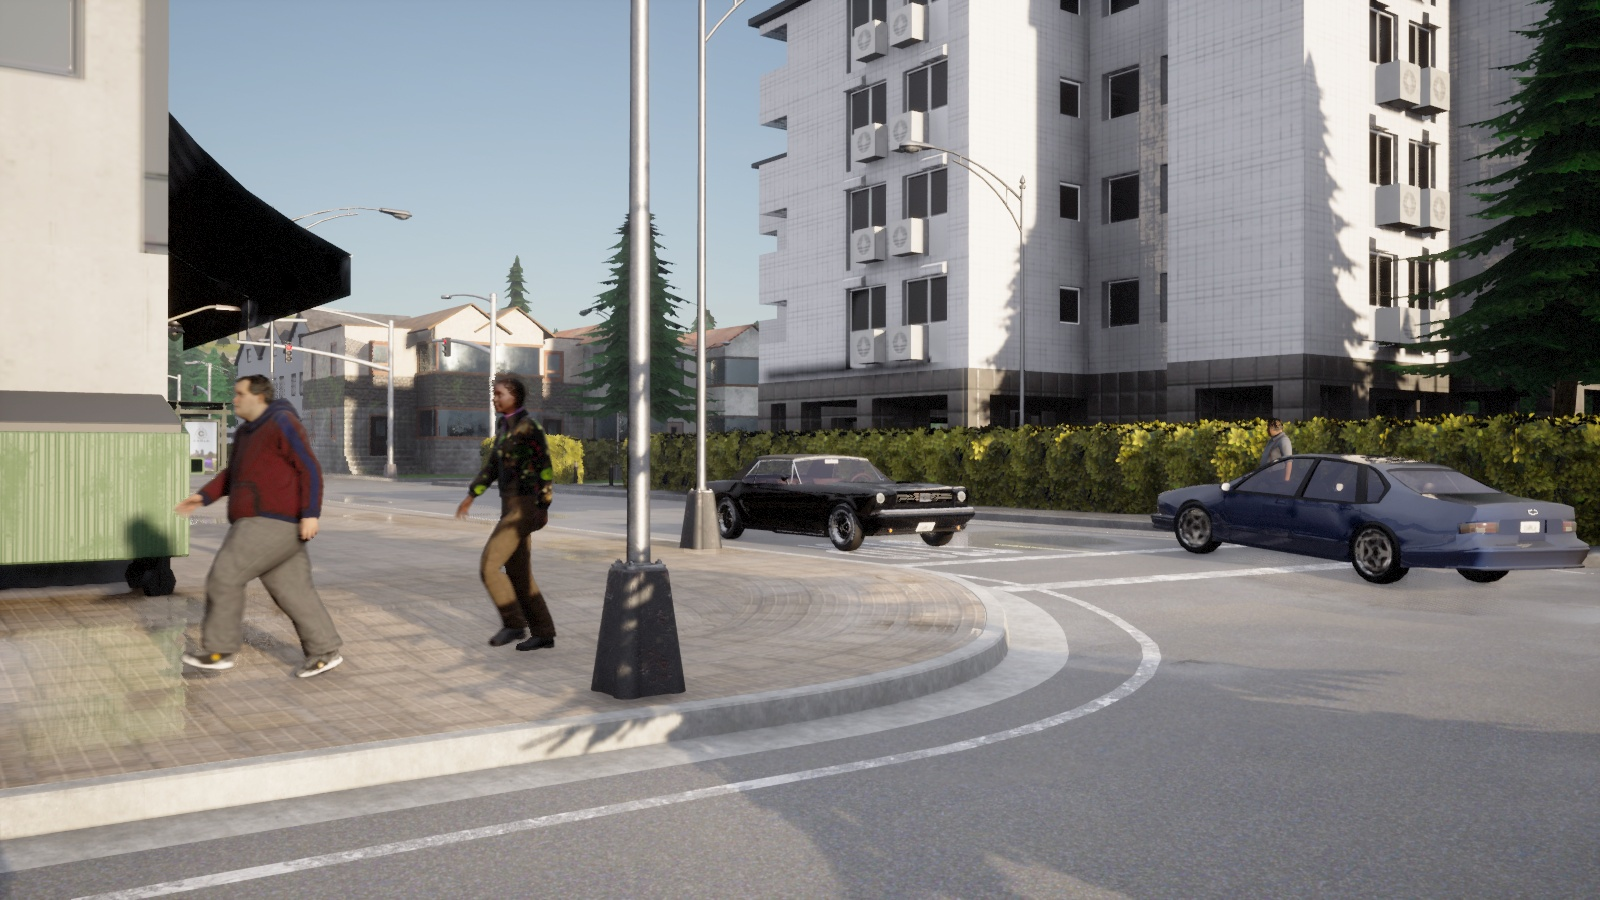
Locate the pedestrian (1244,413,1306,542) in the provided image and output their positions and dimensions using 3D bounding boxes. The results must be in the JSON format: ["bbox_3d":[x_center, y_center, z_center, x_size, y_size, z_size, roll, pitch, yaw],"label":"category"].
[{"bbox_3d":[6.912,0.396,18.285,0.694,1.848,0.540,0,0,0],"label":"pedestrian"}]

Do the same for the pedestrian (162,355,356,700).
[{"bbox_3d":[-3.115,0.413,7.238,0.899,1.844,0.634,0,0,-37],"label":"pedestrian"}]

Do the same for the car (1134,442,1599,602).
[{"bbox_3d":[6.627,0.712,15.403,2.033,1.411,5.357,1,2,-22],"label":"car"}]

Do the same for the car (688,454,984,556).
[{"bbox_3d":[0.369,0.714,18.579,1.895,1.301,4.718,0,0,-36],"label":"car"}]

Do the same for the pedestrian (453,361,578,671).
[{"bbox_3d":[-1.852,0.410,8.180,0.692,1.930,0.395,0,0,-36],"label":"pedestrian"}]

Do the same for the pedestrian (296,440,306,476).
[{"bbox_3d":[-27.142,0.450,68.317,0.396,1.930,0.692,0,0,-30],"label":"pedestrian"}]
